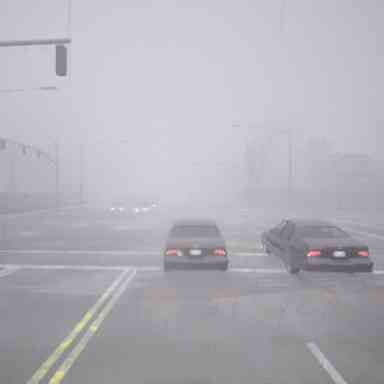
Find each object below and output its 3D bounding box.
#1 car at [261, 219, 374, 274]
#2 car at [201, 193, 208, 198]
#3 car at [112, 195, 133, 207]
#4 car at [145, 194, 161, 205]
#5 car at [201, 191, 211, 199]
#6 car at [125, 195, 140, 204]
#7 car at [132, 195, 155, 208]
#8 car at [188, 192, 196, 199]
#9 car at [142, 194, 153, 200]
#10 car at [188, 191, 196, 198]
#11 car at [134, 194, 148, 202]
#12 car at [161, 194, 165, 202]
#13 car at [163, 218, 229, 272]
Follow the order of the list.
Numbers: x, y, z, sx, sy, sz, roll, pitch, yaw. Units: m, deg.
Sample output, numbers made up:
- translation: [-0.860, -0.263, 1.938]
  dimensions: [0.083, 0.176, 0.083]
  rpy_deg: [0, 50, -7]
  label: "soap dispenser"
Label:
- translation: [3.595, 1.567, 10.616]
  dimensions: [2.033, 1.411, 5.357]
  rpy_deg: [0, 0, 0]
  label: "car"
- translation: [3.491, 0.908, 91.981]
  dimensions: [1.895, 1.301, 4.718]
  rpy_deg: [0, 1, 0]
  label: "car"
- translation: [-10.592, 1.510, 49.888]
  dimensions: [2.033, 1.411, 5.357]
  rpy_deg: [0, 0, 0]
  label: "car"
- translation: [-7.049, 1.238, 57.359]
  dimensions: [2.097, 1.767, 4.553]
  rpy_deg: [0, 1, 0]
  label: "car"
- translation: [3.492, 0.739, 81.246]
  dimensions: [2.150, 2.045, 5.566]
  rpy_deg: [0, 1, 0]
  label: "car"
- translation: [-10.527, 1.371, 59.421]
  dimensions: [1.837, 1.490, 4.892]
  rpy_deg: [0, 1, 0]
  label: "car"
- translation: [-7.090, 1.535, 48.683]
  dimensions: [1.994, 1.385, 4.181]
  rpy_deg: [0, 1, 0]
  label: "car"
- translation: [-0.008, 0.866, 81.387]
  dimensions: [2.097, 1.767, 4.553]
  rpy_deg: [0, 1, 0]
  label: "car"
- translation: [-10.508, 1.104, 79.267]
  dimensions: [1.994, 1.385, 4.181]
  rpy_deg: [0, 1, 0]
  label: "car"
- translation: [-0.009, 0.677, 91.500]
  dimensions: [2.097, 1.767, 4.553]
  rpy_deg: [0, 1, 0]
  label: "car"
- translation: [-10.507, 1.269, 69.286]
  dimensions: [2.033, 1.411, 5.357]
  rpy_deg: [0, 1, 0]
  label: "car"
- translation: [-7.006, 1.264, 67.212]
  dimensions: [1.837, 1.490, 4.892]
  rpy_deg: [0, 1, 0]
  label: "car"
- translation: [0.095, 1.567, 10.846]
  dimensions: [2.033, 1.411, 5.357]
  rpy_deg: [0, 0, 0]
  label: "car"
